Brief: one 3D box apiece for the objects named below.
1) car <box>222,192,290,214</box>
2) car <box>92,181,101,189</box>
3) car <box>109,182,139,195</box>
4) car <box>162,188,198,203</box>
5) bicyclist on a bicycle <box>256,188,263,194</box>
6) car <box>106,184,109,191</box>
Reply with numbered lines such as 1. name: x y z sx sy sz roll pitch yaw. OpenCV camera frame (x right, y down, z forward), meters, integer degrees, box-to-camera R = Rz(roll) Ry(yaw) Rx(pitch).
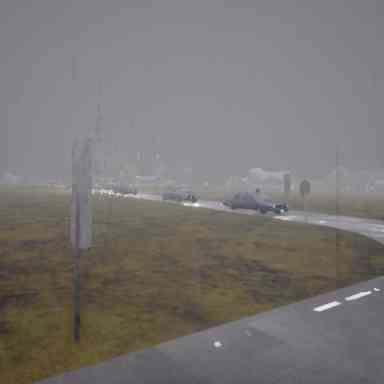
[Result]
1. car: 4.470 0.737 24.215 2.033 1.411 5.357 1 2 -35
2. car: -18.815 -1.345 62.698 2.033 1.411 5.357 1 2 -35
3. car: -8.581 -0.416 42.931 1.837 1.490 4.892 1 2 -35
4. car: -1.229 0.263 32.372 1.994 1.385 4.181 1 2 -35
5. bicyclist on a bicycle: 6.381 0.459 31.929 1.656 1.620 0.582 0 2 -35
6. car: -12.161 -0.877 53.170 2.128 1.511 4.902 1 2 -35
